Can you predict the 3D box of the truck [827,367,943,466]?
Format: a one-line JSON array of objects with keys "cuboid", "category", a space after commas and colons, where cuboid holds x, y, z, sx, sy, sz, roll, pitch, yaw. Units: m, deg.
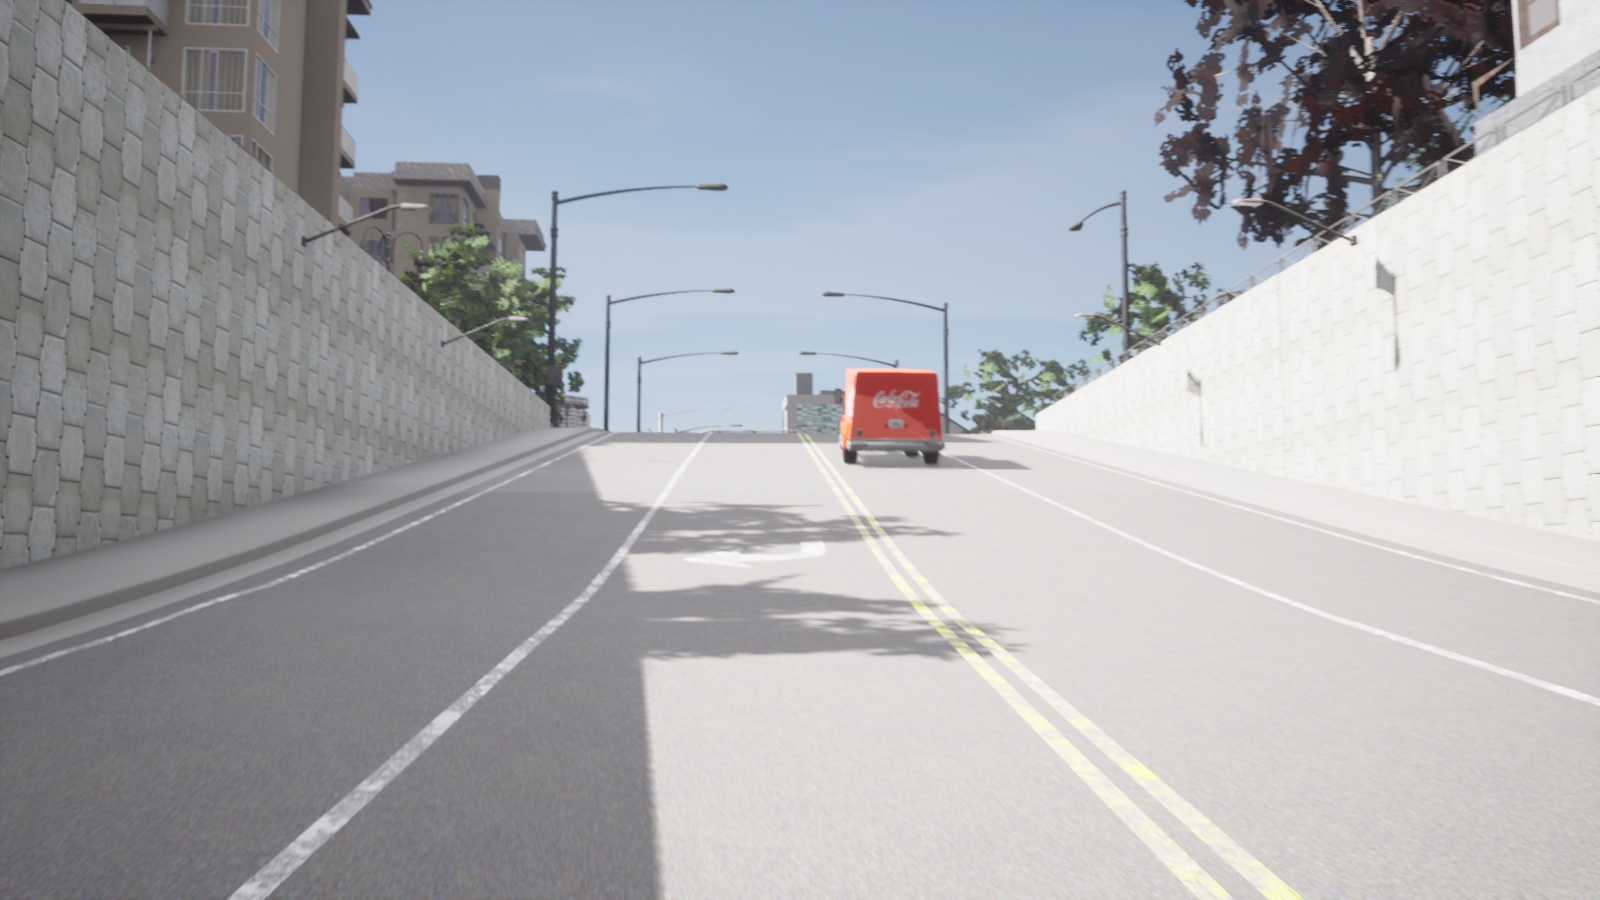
[{"cuboid": [2.192, -1.018, 34.211, 2.627, 2.467, 5.204, 0, 4, -2], "category": "truck"}]
